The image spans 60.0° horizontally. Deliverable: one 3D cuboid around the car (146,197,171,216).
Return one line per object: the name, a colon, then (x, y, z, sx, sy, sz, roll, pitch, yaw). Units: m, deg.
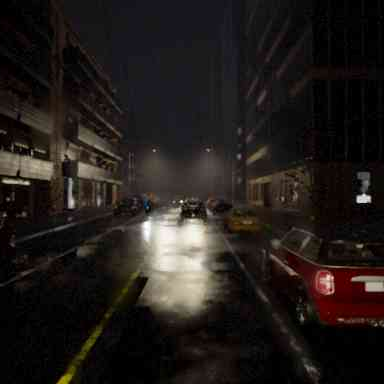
car: (-3.100, 1.433, 30.643, 1.895, 1.301, 4.718, 0, 0, 0)

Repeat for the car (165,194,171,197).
car: (-5.680, 1.200, 63.914, 1.887, 1.381, 4.507, 1, 0, 0)

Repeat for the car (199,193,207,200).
car: (2.665, 1.091, 81.055, 1.752, 1.417, 4.829, 1, 0, 0)

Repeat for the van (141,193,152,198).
van: (-5.673, 1.148, 35.426, 1.690, 1.788, 3.998, 1, 0, 0)

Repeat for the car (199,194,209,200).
car: (2.666, 1.141, 75.186, 1.887, 1.381, 4.507, 1, 0, 0)

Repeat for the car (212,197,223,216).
car: (2.669, 1.389, 29.605, 2.008, 1.369, 4.403, 1, 0, 0)

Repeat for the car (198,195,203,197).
car: (0.096, 1.373, 41.723, 1.895, 1.301, 4.718, 0, 0, 0)

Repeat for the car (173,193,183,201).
car: (-3.007, 0.932, 72.090, 2.097, 1.767, 4.553, 0, 0, 0)

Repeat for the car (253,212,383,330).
car: (2.674, 1.402, 6.813, 1.967, 1.590, 4.097, 1, 0, 0)

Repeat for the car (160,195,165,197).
car: (-5.679, 1.241, 52.349, 1.752, 1.417, 4.829, 1, 0, 0)

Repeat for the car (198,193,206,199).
car: (2.664, 1.061, 92.280, 2.008, 1.369, 4.403, 1, 0, 0)

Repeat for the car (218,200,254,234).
car: (2.671, 1.425, 18.379, 1.752, 1.417, 4.829, 1, 0, 0)

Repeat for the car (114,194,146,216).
car: (-5.675, 1.278, 29.729, 1.967, 1.590, 4.097, 1, 0, 0)

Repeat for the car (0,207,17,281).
car: (-5.671, 1.277, 6.937, 2.192, 1.841, 5.009, 1, 0, 0)

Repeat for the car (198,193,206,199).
car: (2.664, 1.083, 86.583, 1.887, 1.381, 4.507, 1, 0, 0)

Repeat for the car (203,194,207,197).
car: (2.669, 1.300, 41.170, 1.752, 1.417, 4.829, 1, 0, 0)

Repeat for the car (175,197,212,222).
car: (0.097, 1.357, 24.527, 2.128, 1.511, 4.902, 0, 0, 0)

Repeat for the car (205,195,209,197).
car: (2.669, 1.352, 35.302, 1.887, 1.381, 4.507, 1, 0, 0)

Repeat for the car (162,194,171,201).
car: (-5.681, 1.122, 75.140, 1.752, 1.417, 4.829, 1, 0, 0)

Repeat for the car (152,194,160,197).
car: (-5.673, 1.091, 41.123, 2.192, 1.841, 5.009, 1, 0, 0)

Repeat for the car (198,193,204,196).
car: (2.665, 1.208, 69.488, 1.802, 1.307, 4.206, 1, 0, 0)
